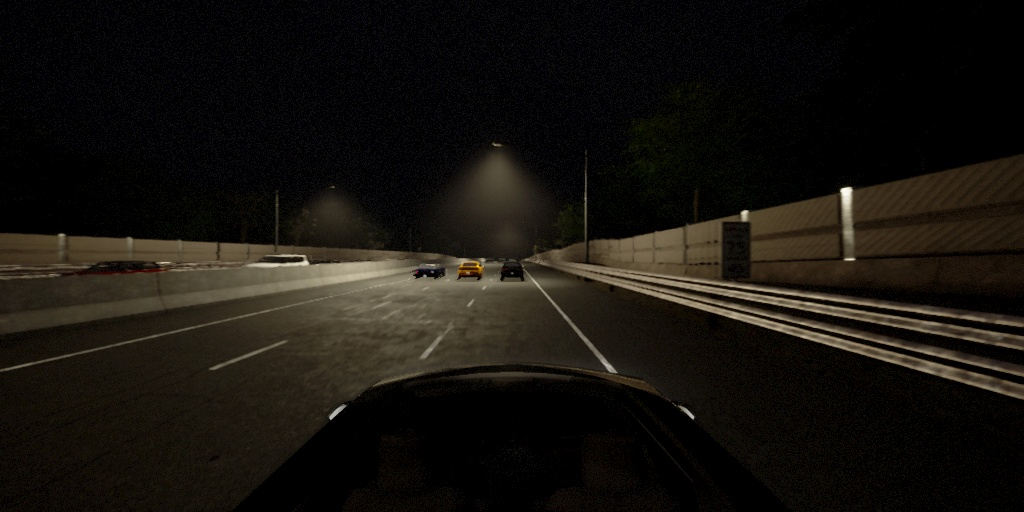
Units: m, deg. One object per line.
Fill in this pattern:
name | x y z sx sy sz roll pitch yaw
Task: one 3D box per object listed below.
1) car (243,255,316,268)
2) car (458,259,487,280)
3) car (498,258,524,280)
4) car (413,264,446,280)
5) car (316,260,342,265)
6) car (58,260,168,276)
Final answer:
car | -17.526 0.910 26.895 2.150 2.045 5.566 0 0 1
car | -3.473 1.214 30.919 1.882 1.535 5.008 0 0 0
car | 0.026 1.227 30.915 1.882 1.535 5.008 0 0 0
car | -6.971 1.325 30.927 1.895 1.301 4.718 0 0 0
car | -20.979 1.181 40.822 1.837 1.490 4.892 0 -1 0
car | -21.067 1.024 19.044 2.097 1.767 4.553 0 0 0
